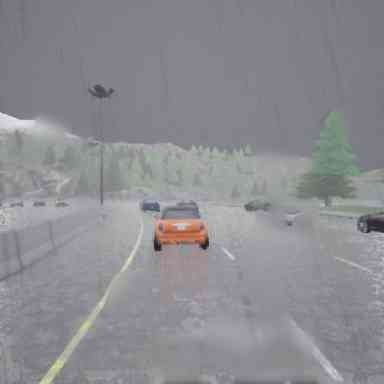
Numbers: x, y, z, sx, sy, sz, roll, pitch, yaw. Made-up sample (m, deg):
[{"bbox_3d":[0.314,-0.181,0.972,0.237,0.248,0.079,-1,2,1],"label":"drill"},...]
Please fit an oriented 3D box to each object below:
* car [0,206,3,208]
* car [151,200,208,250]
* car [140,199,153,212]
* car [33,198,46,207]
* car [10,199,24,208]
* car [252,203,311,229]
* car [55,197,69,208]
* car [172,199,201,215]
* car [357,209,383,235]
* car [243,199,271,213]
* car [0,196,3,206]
[{"bbox_3d":[-11.647,1.667,17.134,1.812,1.442,4.674,0,0,-7],"label":"car"},{"bbox_3d":[-0.608,1.395,14.769,2.097,1.767,4.553,-1,0,-6],"label":"car"},{"bbox_3d":[-5.250,1.625,40.611,1.882,1.535,5.008,0,0,-16],"label":"car"},{"bbox_3d":[-26.554,1.832,58.009,1.882,1.535,5.008,0,0,-24],"label":"car"},{"bbox_3d":[-29.956,1.930,57.065,1.812,1.442,4.674,0,0,-24],"label":"car"},{"bbox_3d":[5.722,1.609,21.539,1.895,1.301,4.718,0,0,-8],"label":"car"},{"bbox_3d":[-21.891,1.676,55.976,2.097,1.767,4.553,0,0,-22],"label":"car"},{"bbox_3d":[-0.646,1.591,36.583,2.128,1.511,4.902,0,0,-14],"label":"car"},{"bbox_3d":[9.943,1.451,15.906,2.128,1.511,4.902,0,0,-6],"label":"car"},{"bbox_3d":[6.940,1.538,34.994,1.837,1.490,4.892,1,0,-13],"label":"car"},{"bbox_3d":[-33.625,1.625,56.620,2.150,2.045,5.566,0,0,-24],"label":"car"}]
